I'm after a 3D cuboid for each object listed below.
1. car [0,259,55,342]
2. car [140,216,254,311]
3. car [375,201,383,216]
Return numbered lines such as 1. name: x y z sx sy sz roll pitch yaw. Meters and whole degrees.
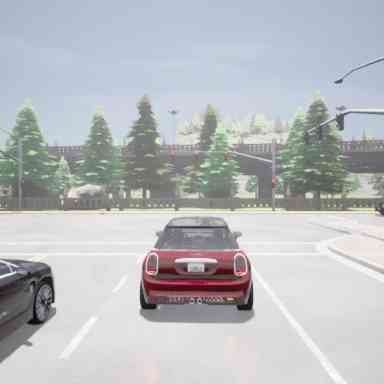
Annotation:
1. car: -3.432 1.491 4.217 2.128 1.511 4.902 0 0 0
2. car: 0.148 1.352 7.968 2.097 1.767 4.553 0 0 2
3. car: 19.473 1.165 29.666 5.566 2.045 2.150 0 0 1
